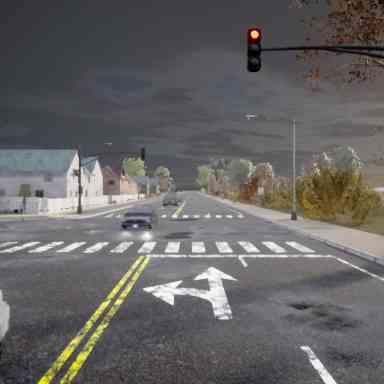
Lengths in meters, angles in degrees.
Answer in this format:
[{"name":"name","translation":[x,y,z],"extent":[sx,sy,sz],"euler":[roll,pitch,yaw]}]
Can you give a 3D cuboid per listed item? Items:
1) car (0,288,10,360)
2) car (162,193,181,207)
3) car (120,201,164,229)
[{"name":"car","translation":[-3.247,1.528,2.504],"extent":[1.812,1.442,4.674],"euler":[0,0,0]},{"name":"car","translation":[-3.176,1.284,50.074],"extent":[2.150,2.045,5.566],"euler":[0,2,0]},{"name":"car","translation":[-3.220,1.544,21.548],"extent":[2.033,1.411,5.357],"euler":[0,0,0]}]
